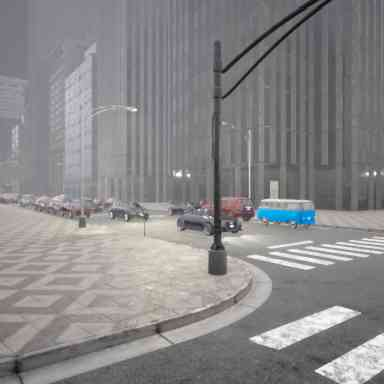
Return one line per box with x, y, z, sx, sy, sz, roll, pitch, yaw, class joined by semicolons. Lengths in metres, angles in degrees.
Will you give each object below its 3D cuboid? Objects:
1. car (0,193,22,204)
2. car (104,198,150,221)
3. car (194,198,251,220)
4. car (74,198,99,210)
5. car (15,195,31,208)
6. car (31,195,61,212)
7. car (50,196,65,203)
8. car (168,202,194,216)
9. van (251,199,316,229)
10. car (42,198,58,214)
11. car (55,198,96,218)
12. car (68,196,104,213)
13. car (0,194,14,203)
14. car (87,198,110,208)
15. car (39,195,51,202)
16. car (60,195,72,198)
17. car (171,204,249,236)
-34.097;1.299;62.443;2.192;1.841;5.009;0;0;-36;car
-5.218;1.536;27.322;1.837;1.490;4.892;0;0;-36;car
2.769;1.352;26.495;2.192;1.841;5.009;0;0;-36;car
-14.425;1.547;45.241;1.812;1.442;4.674;0;0;-36;car
-24.108;1.562;48.789;2.008;1.369;4.403;0;0;-36;car
-17.448;1.461;39.687;1.967;1.590;4.097;0;0;-36;car
-27.305;1.512;67.599;1.752;1.417;4.829;0;0;-36;car
-0.561;1.599;31.047;1.947;1.339;4.313;0;0;-36;car
6.100;1.379;21.943;1.690;1.788;3.998;0;0;-36;van
-14.117;1.606;35.135;1.802;1.307;4.206;0;0;-36;car
-10.787;1.572;30.584;1.887;1.381;4.507;0;0;-36;car
-11.554;1.529;36.002;1.837;1.490;4.892;0;0;-36;car
-37.428;1.286;66.995;2.192;1.841;5.009;0;0;-36;car
-13.884;1.602;49.254;1.802;1.307;4.206;0;0;-36;car
-33.981;1.482;76.733;1.752;1.417;4.829;0;0;-35;car
-20.436;1.576;53.368;1.994;1.385;4.181;0;0;-36;car
0.903;1.600;18.956;1.994;1.385;4.181;0;0;-36;car
